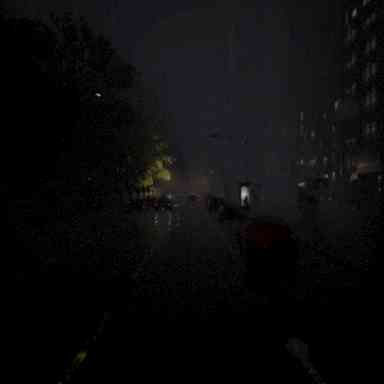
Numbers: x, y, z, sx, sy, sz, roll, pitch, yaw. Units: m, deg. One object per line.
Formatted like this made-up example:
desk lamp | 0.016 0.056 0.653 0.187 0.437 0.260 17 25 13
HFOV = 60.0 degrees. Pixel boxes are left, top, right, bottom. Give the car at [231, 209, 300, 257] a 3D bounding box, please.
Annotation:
car | 2.687 1.518 12.277 1.802 1.307 4.206 0 0 0

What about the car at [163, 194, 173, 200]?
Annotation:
car | -5.711 1.205 79.862 2.008 1.369 4.403 0 0 0

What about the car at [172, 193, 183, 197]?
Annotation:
car | -3.019 1.067 78.117 1.994 1.385 4.181 0 0 0

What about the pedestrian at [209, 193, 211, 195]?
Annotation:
pedestrian | 2.987 1.036 55.417 0.375 1.860 0.375 0 0 -3

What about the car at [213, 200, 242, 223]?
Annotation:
car | 2.685 1.462 23.541 1.802 1.307 4.206 0 0 0

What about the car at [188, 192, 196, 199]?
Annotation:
car | -0.021 0.846 87.101 2.097 1.767 4.553 0 0 0

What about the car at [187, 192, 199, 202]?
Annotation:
car | -0.016 1.183 66.688 1.882 1.535 5.008 0 0 0

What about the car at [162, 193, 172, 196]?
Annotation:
car | -5.708 1.277 68.597 1.802 1.307 4.206 0 0 0

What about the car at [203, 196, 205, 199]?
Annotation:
car | 2.679 1.381 40.437 1.802 1.307 4.206 0 0 0

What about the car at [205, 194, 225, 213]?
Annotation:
car | 2.682 1.264 34.805 1.967 1.590 4.097 0 0 0

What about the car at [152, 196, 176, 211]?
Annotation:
car | -3.105 1.413 37.424 1.895 1.301 4.718 0 0 0

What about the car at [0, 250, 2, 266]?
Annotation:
car | -5.692 1.491 6.473 1.752 1.417 4.829 0 0 0

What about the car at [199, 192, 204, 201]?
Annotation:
car | 2.672 0.989 74.230 2.192 1.841 5.009 0 0 0

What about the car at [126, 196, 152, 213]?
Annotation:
car | -5.699 1.390 34.804 1.947 1.339 4.313 0 0 0

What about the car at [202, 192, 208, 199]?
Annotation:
car | 2.987 1.231 52.414 1.882 1.535 5.008 0 0 0
